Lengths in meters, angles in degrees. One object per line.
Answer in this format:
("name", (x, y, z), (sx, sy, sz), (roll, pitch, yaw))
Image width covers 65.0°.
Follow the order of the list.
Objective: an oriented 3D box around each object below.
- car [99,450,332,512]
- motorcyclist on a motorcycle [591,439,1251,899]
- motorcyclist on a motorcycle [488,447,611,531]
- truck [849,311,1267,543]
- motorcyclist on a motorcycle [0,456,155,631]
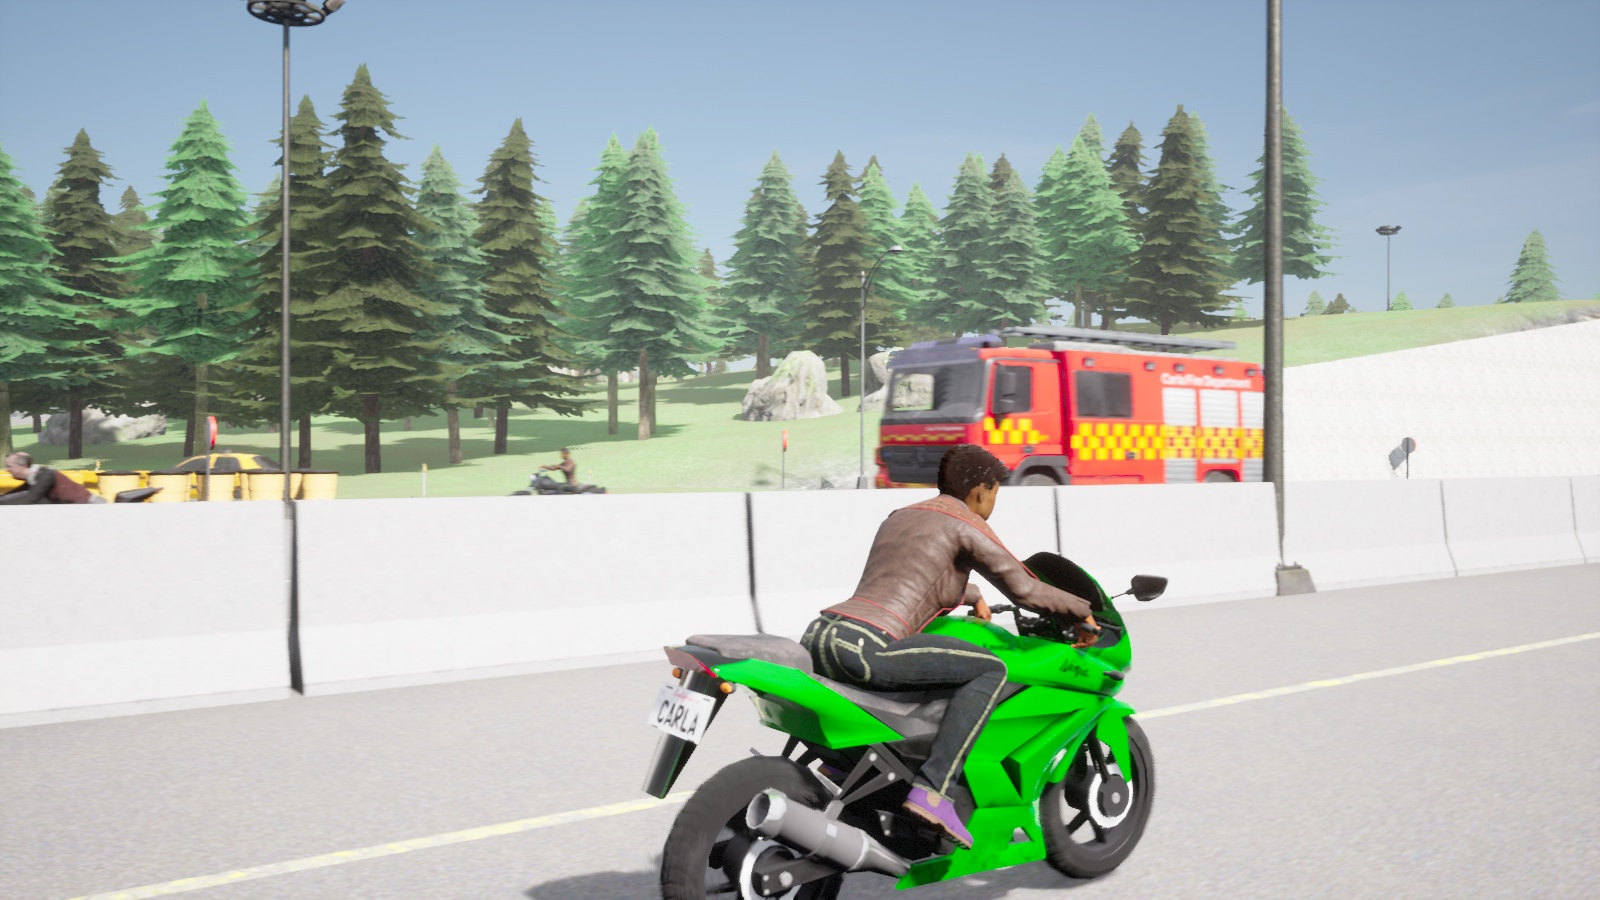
("car", (-15.358, 0.798, 33.166), (5.366, 1.575, 1.801), (0, 0, 3))
("motorcyclist on a motorcycle", (0.449, 0.736, 3.971), (2.044, 1.523, 0.797), (0, 0, -35))
("motorcyclist on a motorcycle", (-5.105, 0.769, 25.692), (2.350, 1.649, 0.766), (0, 0, -35))
("truck", (5.204, -0.371, 24.343), (8.468, 3.827, 2.891), (0, 0, -35))
("motorcyclist on a motorcycle", (-7.171, 0.823, 11.460), (2.191, 1.530, 0.866), (0, 0, -35))
